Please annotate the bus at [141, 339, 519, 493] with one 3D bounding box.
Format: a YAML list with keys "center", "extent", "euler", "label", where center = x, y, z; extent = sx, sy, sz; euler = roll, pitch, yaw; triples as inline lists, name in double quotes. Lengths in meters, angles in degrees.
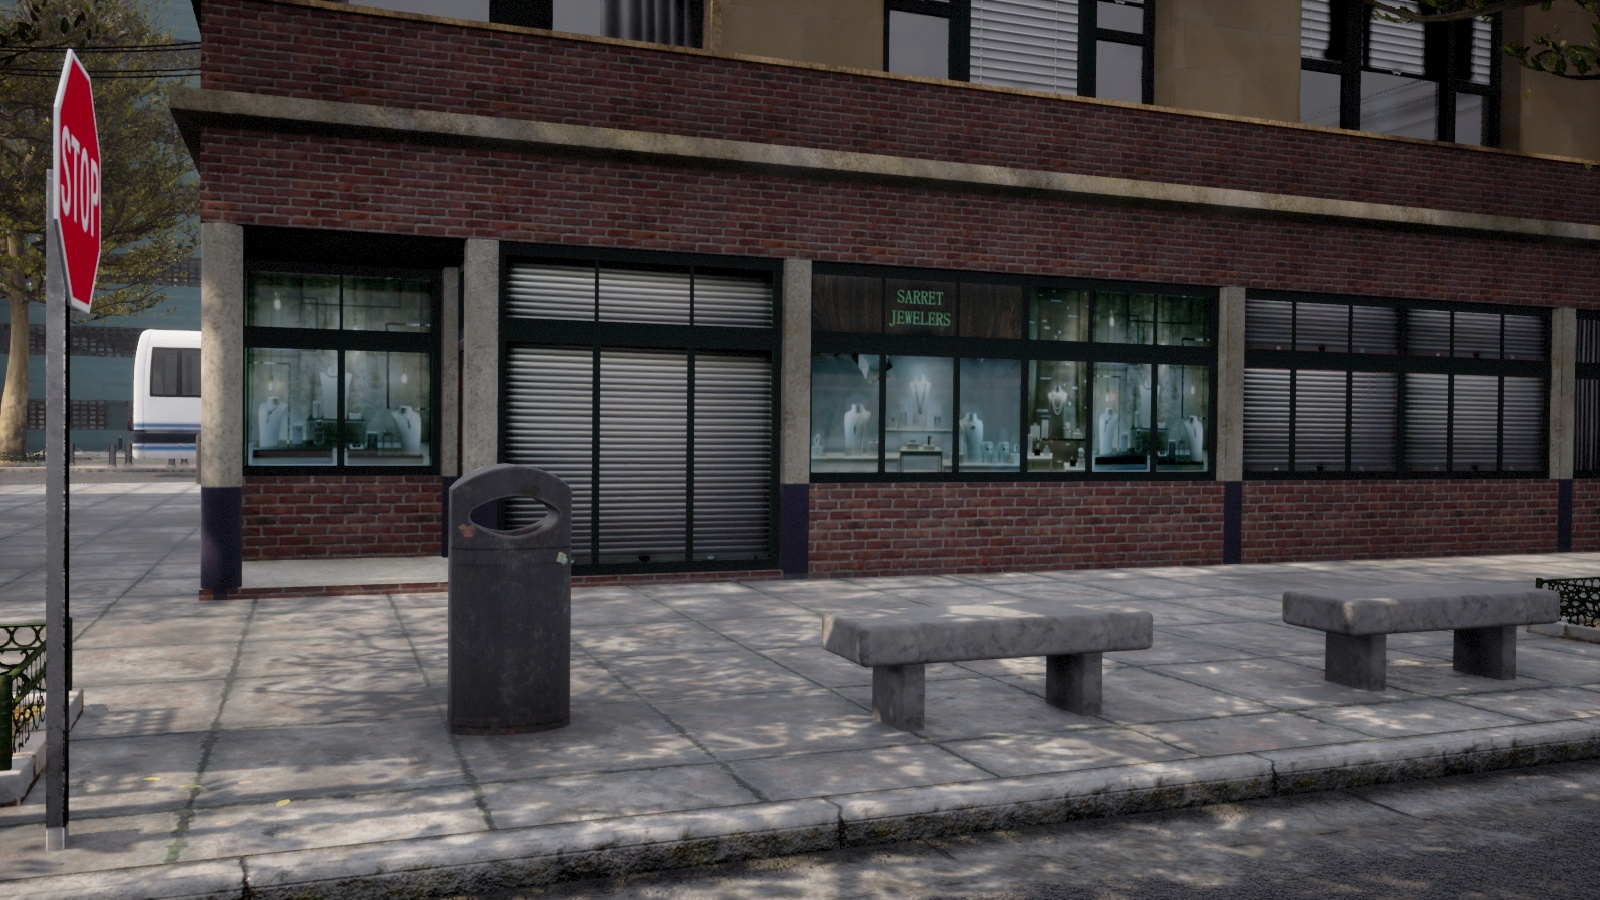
- center: [-14.136, -1.052, 38.468]
  extent: [10.273, 4.253, 3.944]
  euler: [-1, 1, -21]
  label: "bus"
